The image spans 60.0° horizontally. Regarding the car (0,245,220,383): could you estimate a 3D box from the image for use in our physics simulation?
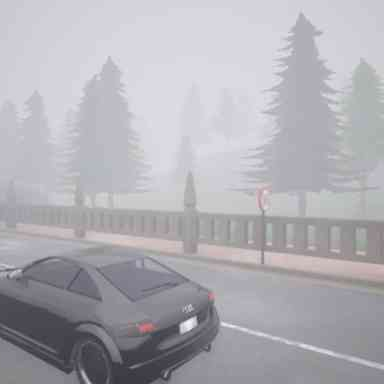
[{"bbox_3d":[-1.668,1.555,5.176,4.181,1.385,1.994,0,0,36],"label":"car"}]
